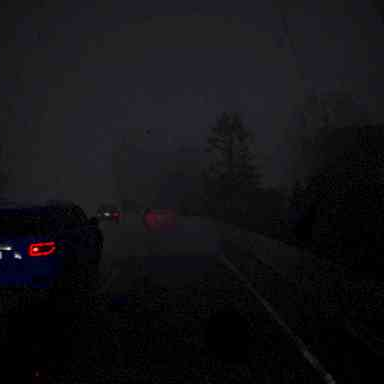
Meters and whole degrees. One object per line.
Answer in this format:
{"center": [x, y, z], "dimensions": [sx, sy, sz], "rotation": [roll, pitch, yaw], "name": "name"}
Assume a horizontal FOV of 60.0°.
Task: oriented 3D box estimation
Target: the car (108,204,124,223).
{"center": [-6.971, 1.782, 27.488], "dimensions": [2.033, 1.411, 5.357], "rotation": [0, 0, -14], "name": "car"}

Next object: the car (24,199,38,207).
{"center": [-29.918, 1.993, 61.726], "dimensions": [1.837, 1.490, 4.892], "rotation": [0, 0, -34], "name": "car"}

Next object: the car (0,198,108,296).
{"center": [-3.909, 1.302, 8.903], "dimensions": [2.150, 2.045, 5.566], "rotation": [0, -1, -4], "name": "car"}

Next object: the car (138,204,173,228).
{"center": [-2.538, 1.747, 23.755], "dimensions": [2.033, 1.411, 5.357], "rotation": [0, -1, -12], "name": "car"}

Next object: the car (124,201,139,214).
{"center": [-7.558, 1.839, 40.972], "dimensions": [2.128, 1.511, 4.902], "rotation": [0, -1, -20], "name": "car"}

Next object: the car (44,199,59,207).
{"center": [-26.832, 2.112, 63.417], "dimensions": [1.895, 1.301, 4.718], "rotation": [0, -1, -34], "name": "car"}

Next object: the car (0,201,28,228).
{"center": [-13.684, 1.566, 24.340], "dimensions": [2.097, 1.767, 4.553], "rotation": [0, 0, -14], "name": "car"}
